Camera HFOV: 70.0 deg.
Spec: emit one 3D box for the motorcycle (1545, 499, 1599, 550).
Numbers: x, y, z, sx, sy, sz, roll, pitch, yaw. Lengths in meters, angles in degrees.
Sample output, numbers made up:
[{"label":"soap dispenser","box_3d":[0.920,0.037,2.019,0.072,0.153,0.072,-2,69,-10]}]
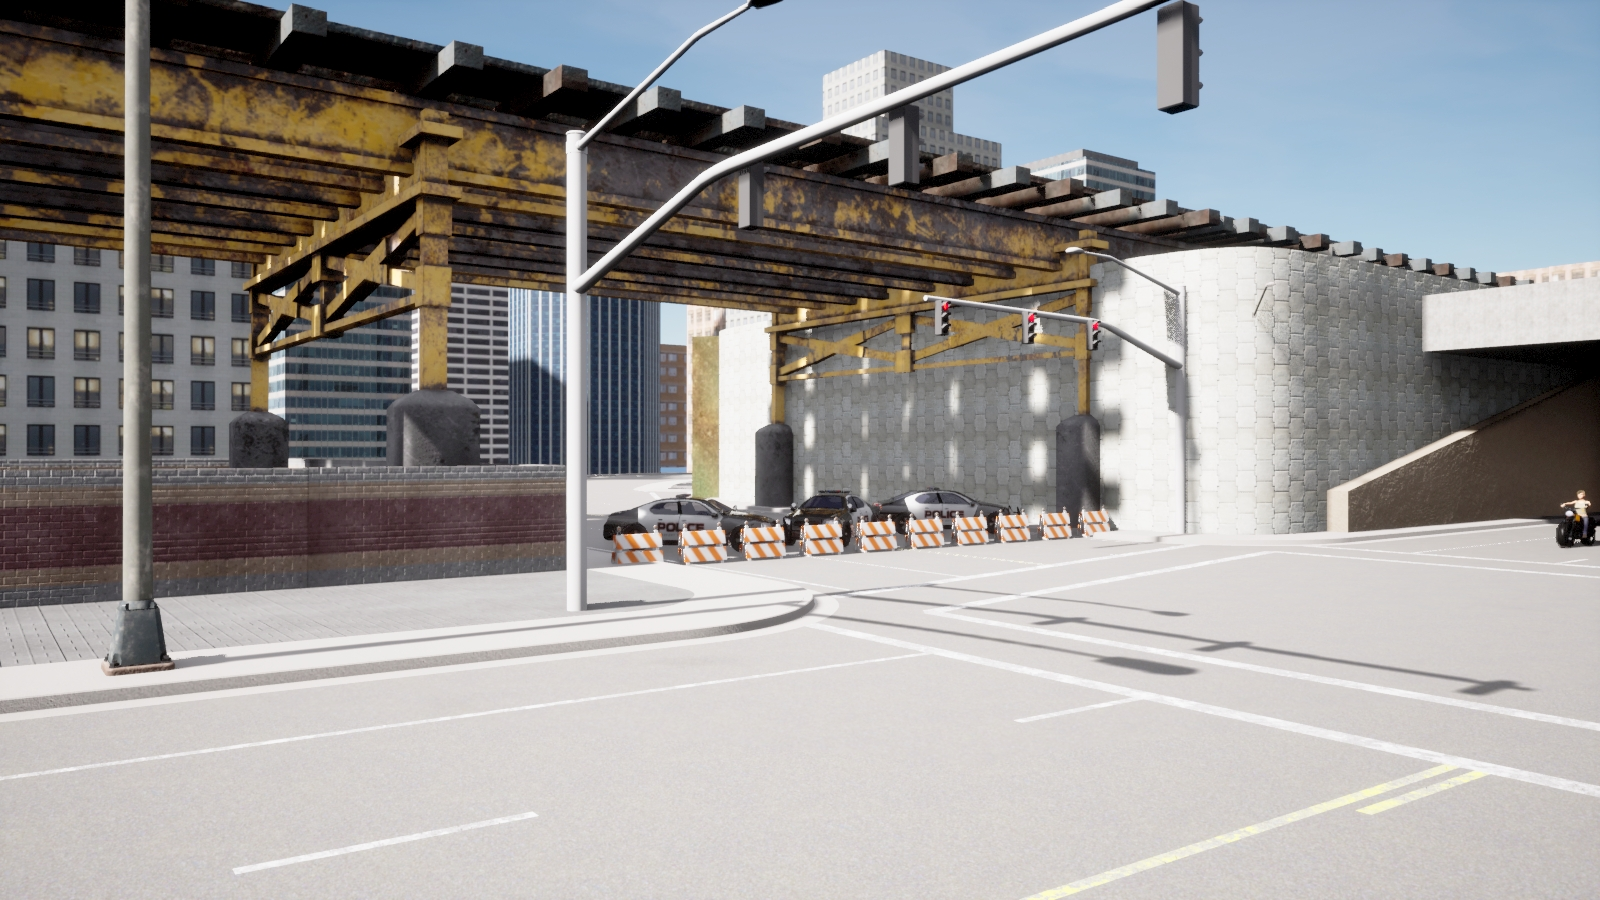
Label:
[{"label":"motorcycle","box_3d":[22.543,2.142,33.163,2.356,1.332,0.764,0,0,-37]}]
